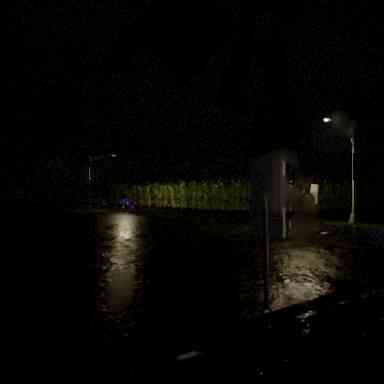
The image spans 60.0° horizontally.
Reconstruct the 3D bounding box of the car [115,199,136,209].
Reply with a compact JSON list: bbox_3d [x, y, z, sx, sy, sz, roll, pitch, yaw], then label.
[{"bbox_3d":[-10.182,1.795,50.742,1.812,1.442,4.674,-1,0,-36],"label":"car"}]

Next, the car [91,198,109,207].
[{"bbox_3d":[-16.259,1.813,58.937,1.837,1.490,4.892,-1,0,-36],"label":"car"}]
